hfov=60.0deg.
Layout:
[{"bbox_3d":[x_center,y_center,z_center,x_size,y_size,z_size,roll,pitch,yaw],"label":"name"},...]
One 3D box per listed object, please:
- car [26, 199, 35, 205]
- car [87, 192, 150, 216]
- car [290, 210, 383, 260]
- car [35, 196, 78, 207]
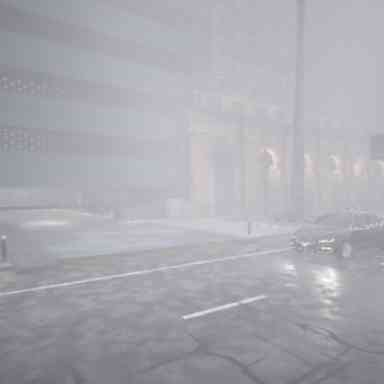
[{"bbox_3d":[-24.298,1.426,54.019,4.786,1.482,2.161,0,0,-36],"label":"car"},{"bbox_3d":[-6.475,1.015,29.761,5.566,2.045,2.435,0,0,-36],"label":"car"},{"bbox_3d":[5.683,1.474,12.367,4.892,1.490,1.837,0,0,-36],"label":"car"},{"bbox_3d":[-17.897,1.468,44.335,4.718,1.301,1.895,0,0,-36],"label":"car"}]
